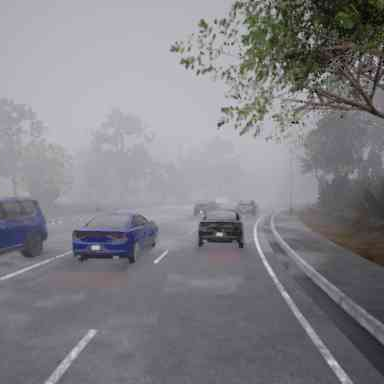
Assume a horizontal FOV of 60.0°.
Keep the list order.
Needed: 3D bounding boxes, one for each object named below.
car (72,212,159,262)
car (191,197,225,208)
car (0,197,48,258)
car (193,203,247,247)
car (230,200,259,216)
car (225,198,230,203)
[{"bbox_3d":[-2.541,1.473,12.155,1.882,1.535,5.008,0,0,6],"label":"car"},{"bbox_3d":[1.515,1.524,31.767,1.837,1.490,4.892,0,0,16],"label":"car"},{"bbox_3d":[-6.511,1.200,9.883,2.150,2.045,5.566,0,0,6],"label":"car"},{"bbox_3d":[1.410,1.491,15.322,1.882,1.535,5.008,0,0,8],"label":"car"},{"bbox_3d":[5.512,1.533,32.868,2.128,1.511,4.902,0,0,17],"label":"car"},{"bbox_3d":[4.392,1.558,49.578,1.812,1.442,4.674,0,0,26],"label":"car"}]
